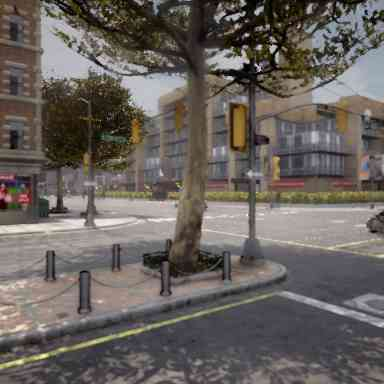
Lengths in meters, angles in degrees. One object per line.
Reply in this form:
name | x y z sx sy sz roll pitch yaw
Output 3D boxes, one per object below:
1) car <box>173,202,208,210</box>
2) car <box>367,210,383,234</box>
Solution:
car | -0.238 1.536 41.321 2.033 1.411 5.357 0 0 -36
car | 10.150 1.517 16.302 1.812 1.442 4.674 1 0 14
